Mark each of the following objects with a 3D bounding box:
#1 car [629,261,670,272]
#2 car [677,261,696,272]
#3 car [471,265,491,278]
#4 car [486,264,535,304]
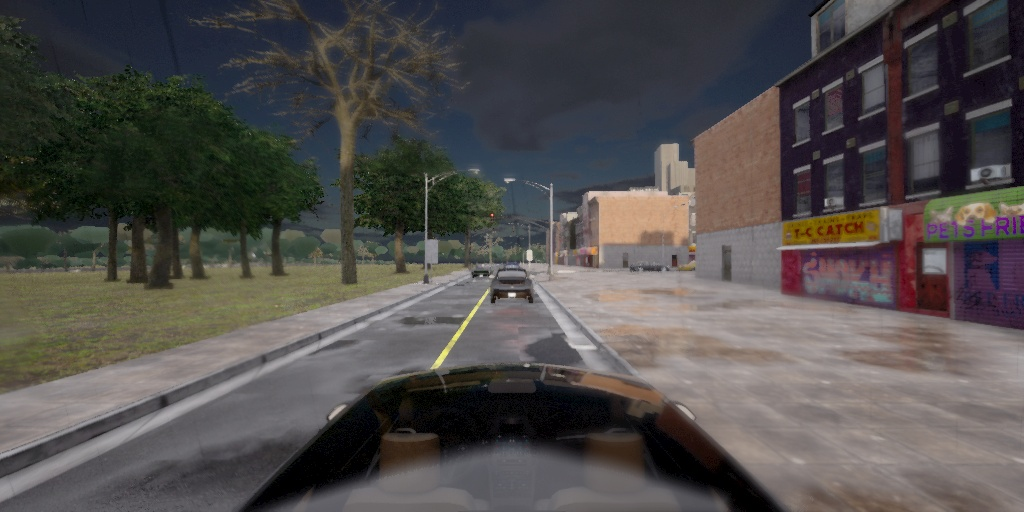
[{"bbox_3d":[15.482,1.202,40.431,4.403,1.370,2.007,0,0,0],"label":"car"},{"bbox_3d":[21.326,1.133,40.470,4.829,1.417,1.751,0,0,0],"label":"car"},{"bbox_3d":[-2.750,1.469,34.104,1.895,1.301,4.718,0,0,0],"label":"car"},{"bbox_3d":[0.000,1.280,16.503,1.837,1.490,4.892,0,0,0],"label":"car"}]
